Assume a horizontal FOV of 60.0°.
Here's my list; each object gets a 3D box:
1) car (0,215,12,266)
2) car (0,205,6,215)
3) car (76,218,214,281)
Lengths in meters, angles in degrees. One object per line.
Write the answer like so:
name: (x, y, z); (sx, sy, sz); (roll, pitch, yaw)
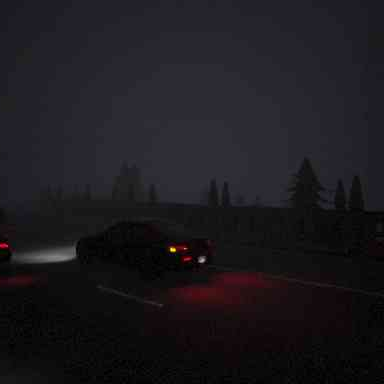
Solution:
car: (-7.277, 1.474, 10.107); (5.357, 1.411, 2.033); (1, 0, 43)
car: (-13.980, 1.342, 22.523); (2.128, 1.511, 4.902); (0, 0, -39)
car: (-1.522, 1.494, 9.799); (4.674, 1.442, 1.812); (1, 0, 39)
